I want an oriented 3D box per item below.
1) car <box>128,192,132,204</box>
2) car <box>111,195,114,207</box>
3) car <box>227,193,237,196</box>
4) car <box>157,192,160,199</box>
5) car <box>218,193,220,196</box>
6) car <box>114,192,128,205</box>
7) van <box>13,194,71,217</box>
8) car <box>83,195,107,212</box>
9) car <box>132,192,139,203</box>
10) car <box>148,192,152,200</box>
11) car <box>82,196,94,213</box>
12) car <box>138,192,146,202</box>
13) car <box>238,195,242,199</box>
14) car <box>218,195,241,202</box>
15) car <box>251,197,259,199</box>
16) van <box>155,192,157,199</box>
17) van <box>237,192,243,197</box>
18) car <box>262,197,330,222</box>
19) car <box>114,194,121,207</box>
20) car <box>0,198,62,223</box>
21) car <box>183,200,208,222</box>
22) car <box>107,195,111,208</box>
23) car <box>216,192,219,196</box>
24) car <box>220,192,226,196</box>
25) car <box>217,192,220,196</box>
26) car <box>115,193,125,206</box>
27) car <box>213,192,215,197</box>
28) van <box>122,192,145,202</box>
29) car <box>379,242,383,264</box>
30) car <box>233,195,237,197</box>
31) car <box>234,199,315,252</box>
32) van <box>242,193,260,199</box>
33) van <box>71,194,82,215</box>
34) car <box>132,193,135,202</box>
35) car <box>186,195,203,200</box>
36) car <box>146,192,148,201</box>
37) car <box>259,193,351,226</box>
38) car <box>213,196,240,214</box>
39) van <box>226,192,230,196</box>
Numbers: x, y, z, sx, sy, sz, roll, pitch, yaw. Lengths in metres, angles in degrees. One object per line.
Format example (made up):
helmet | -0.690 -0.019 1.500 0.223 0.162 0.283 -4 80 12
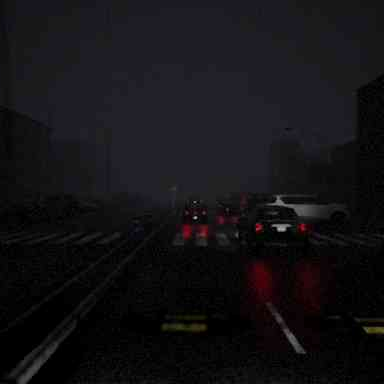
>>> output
car | -12.215 1.168 51.837 4.553 1.767 2.185 0 0 0
car | -12.356 1.203 40.721 4.553 1.767 2.185 0 0 0
car | 7.733 1.336 44.800 5.366 1.575 1.946 0 0 0
car | -12.020 1.053 87.964 5.566 2.045 2.435 0 0 0
car | 8.069 1.322 64.098 4.792 1.488 2.163 0 0 0
car | -12.235 1.175 49.056 4.553 1.767 2.185 0 0 0
van | -12.540 1.155 26.825 4.442 1.987 1.878 0 0 0
car | -12.179 1.347 35.162 5.366 1.575 1.946 0 0 0
car | -12.201 1.284 57.395 4.892 1.521 2.231 0 0 0
car | -12.081 1.023 71.288 5.566 2.045 2.435 0 0 0
car | -12.386 1.401 32.384 4.674 1.452 2.002 0 0 0
car | -12.140 1.024 62.953 5.566 2.045 2.435 0 0 0
car | 7.872 1.373 36.527 5.008 1.535 2.097 0 0 0
car | 8.089 1.329 72.371 4.674 1.452 2.002 0 0 0
car | 7.809 1.409 28.129 5.008 1.535 2.097 0 0 0
van | -11.894 1.070 85.182 4.442 1.987 1.878 0 0 0
van | 8.001 1.135 39.284 4.442 1.987 1.878 0 0 0
car | 7.827 1.294 25.372 4.553 1.767 2.185 0 0 0
car | -12.301 1.319 43.503 5.008 1.535 2.097 0 0 0
car | -12.436 1.391 24.045 4.892 1.521 2.231 0 0 0
car | 0.260 1.539 26.030 1.895 1.301 4.718 0 0 0
car | -12.339 1.339 37.942 5.008 1.535 2.097 0 0 0
car | 8.259 1.286 69.611 5.366 1.575 1.946 0 0 0
car | 8.016 1.055 55.828 5.566 2.045 2.435 0 0 0
car | 8.050 1.291 66.857 4.892 1.521 2.231 0 0 0
car | -12.292 1.310 46.279 4.892 1.521 2.231 0 0 0
car | 8.120 1.293 77.885 4.892 1.521 2.231 0 0 0
van | -12.012 1.049 68.510 4.442 1.987 1.878 0 0 0
car | 7.664 1.496 8.950 4.792 1.488 2.163 0 0 0
car | 7.899 1.390 42.042 4.674 1.452 2.002 0 0 0
car | 3.184 1.328 13.892 2.097 1.767 4.553 0 0 0
van | 7.733 1.159 33.770 4.442 1.987 1.878 0 0 0
van | -12.520 1.145 29.604 4.442 1.987 1.878 0 0 0
car | -12.224 1.327 54.617 4.674 1.452 2.002 0 0 0
car | 0.362 1.221 42.371 2.097 1.767 4.553 0 0 0
car | -11.963 1.272 65.730 5.366 1.575 1.946 0 0 0
car | 7.808 1.178 22.736 5.566 2.045 2.435 0 0 0
car | 3.317 1.434 33.247 1.812 1.442 4.674 0 0 0
van | 8.087 1.087 53.069 4.442 1.987 1.878 0 0 0
